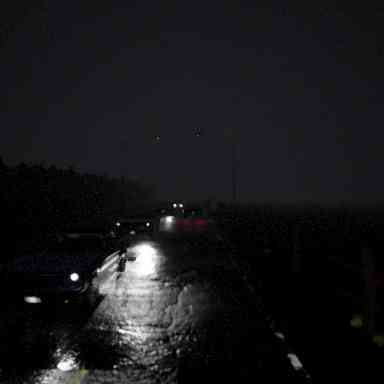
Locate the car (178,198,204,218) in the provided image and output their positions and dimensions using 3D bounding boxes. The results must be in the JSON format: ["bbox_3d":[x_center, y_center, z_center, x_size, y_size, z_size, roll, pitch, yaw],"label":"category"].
[{"bbox_3d":[0.100,1.588,30.810,2.128,1.511,4.902,0,0,0],"label":"car"}]

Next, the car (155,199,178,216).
[{"bbox_3d":[-2.755,1.675,33.712,1.994,1.385,4.181,0,0,0],"label":"car"}]

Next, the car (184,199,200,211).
[{"bbox_3d":[0.042,1.697,43.964,2.033,1.411,5.357,0,0,1],"label":"car"}]

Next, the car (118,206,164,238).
[{"bbox_3d":[-2.843,1.654,18.237,1.895,1.301,4.718,0,0,0],"label":"car"}]

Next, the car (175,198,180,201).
[{"bbox_3d":[-2.755,1.843,67.423,1.994,1.385,4.181,0,0,0],"label":"car"}]

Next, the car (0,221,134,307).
[{"bbox_3d":[-2.849,1.623,8.147,1.895,1.301,4.718,0,0,0],"label":"car"}]
